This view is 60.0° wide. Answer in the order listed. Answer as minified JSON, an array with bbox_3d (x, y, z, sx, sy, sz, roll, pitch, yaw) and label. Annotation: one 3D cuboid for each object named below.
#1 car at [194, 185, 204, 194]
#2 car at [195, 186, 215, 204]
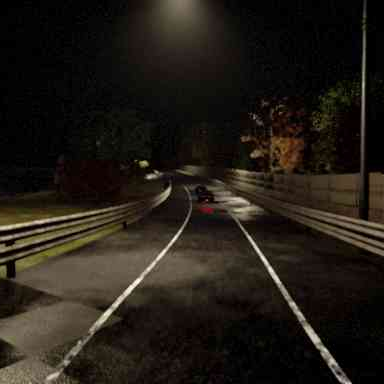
[{"bbox_3d":[1.374,-0.257,50.469,1.837,1.490,4.892,0,5,-3],"label":"car"},{"bbox_3d":[1.652,0.514,39.668,1.837,1.490,4.892,0,4,-1],"label":"car"}]
